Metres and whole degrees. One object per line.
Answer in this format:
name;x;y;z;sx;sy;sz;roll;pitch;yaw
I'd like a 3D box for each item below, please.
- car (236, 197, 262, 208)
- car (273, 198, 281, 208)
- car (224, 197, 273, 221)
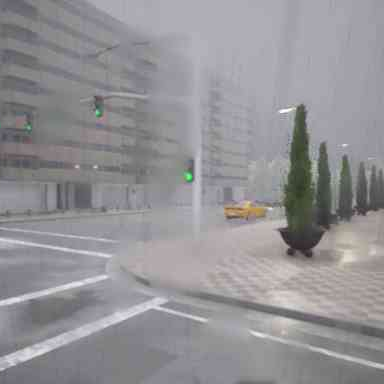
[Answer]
car;8.781;1.552;50.900;1.837;1.490;4.892;0;0;37
car;11.691;1.595;48.951;1.994;1.385;4.181;0;0;36
car;4.485;1.476;27.030;1.882;1.535;5.008;0;0;36
